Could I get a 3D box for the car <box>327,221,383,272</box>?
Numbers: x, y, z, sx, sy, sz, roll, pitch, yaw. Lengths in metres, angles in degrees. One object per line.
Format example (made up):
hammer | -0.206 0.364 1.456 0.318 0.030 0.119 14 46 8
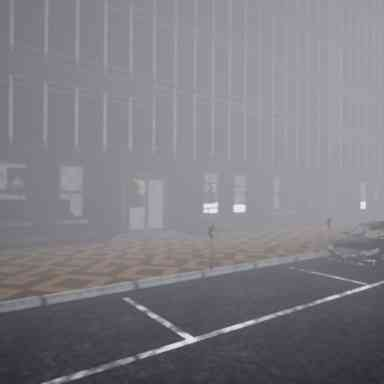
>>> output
car | 6.267 1.669 11.027 4.403 1.369 2.008 1 0 -35
